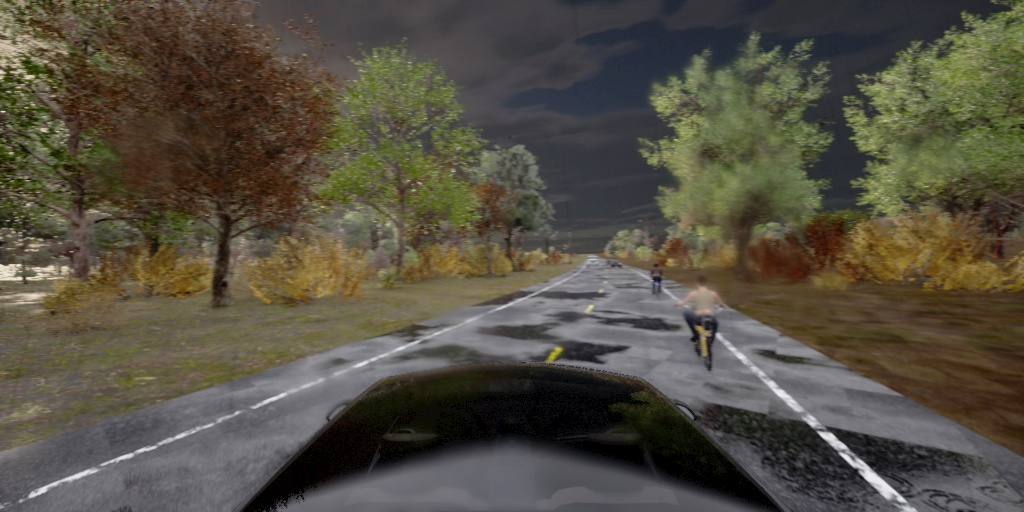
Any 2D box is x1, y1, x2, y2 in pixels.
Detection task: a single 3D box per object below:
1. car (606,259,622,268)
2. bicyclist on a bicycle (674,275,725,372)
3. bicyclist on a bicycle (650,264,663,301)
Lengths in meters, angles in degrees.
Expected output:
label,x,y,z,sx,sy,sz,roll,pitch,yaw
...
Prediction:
label,x,y,z,sx,sy,sz,roll,pitch,yaw
car,17.389,1.358,60.280,1.895,1.301,4.718,-1,0,13
bicyclist on a bicycle,3.441,1.148,6.504,0.866,1.612,1.509,-1,-1,18
bicyclist on a bicycle,6.543,1.173,16.217,0.582,1.620,1.656,-1,-1,17
